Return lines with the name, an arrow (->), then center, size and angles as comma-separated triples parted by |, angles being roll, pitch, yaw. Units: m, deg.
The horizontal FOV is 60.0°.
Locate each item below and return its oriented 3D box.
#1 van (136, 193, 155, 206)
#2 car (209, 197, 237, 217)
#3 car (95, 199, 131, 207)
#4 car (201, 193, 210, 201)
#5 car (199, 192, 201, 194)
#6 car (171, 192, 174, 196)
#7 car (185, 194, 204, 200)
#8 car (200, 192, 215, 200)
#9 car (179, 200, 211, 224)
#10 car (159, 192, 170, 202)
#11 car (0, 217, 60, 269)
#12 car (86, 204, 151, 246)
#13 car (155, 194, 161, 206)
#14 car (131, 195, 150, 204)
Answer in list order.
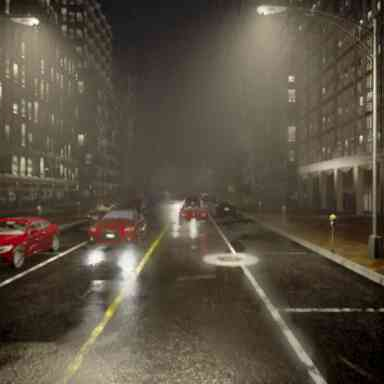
van -> -5.688, 1.036, 39.252 | 1.690, 1.788, 3.998 | 0, 0, 0
car -> 2.692, 1.351, 27.857 | 1.947, 1.339, 4.313 | 0, 0, 0
car -> -5.688, 1.380, 22.177 | 2.008, 1.369, 4.403 | 0, 0, 0
car -> 2.691, 0.987, 67.869 | 1.752, 1.417, 4.829 | 0, 0, 0
car -> 2.691, 1.093, 62.008 | 1.802, 1.307, 4.206 | 0, 0, 0
car -> -5.690, 0.982, 73.406 | 1.947, 1.339, 4.313 | 0, 0, 0
car -> 0.099, 1.240, 41.684 | 1.994, 1.385, 4.181 | 0, 0, 0
car -> 2.692, 1.044, 50.623 | 1.967, 1.590, 4.097 | 0, 0, 0
car -> 0.098, 1.426, 22.764 | 1.895, 1.301, 4.718 | 0, 0, 0
car -> -5.689, 0.951, 62.020 | 1.967, 1.590, 4.097 | 0, 0, 0
car -> -5.687, 1.499, 10.792 | 1.802, 1.307, 4.206 | 0, 0, 0
car -> -3.096, 1.452, 14.592 | 1.994, 1.385, 4.181 | 0, 0, 0
car -> -5.689, 1.232, 44.946 | 1.802, 1.307, 4.206 | 0, 0, 0
car -> -5.689, 1.285, 33.562 | 1.887, 1.381, 4.507 | 0, 0, 0
